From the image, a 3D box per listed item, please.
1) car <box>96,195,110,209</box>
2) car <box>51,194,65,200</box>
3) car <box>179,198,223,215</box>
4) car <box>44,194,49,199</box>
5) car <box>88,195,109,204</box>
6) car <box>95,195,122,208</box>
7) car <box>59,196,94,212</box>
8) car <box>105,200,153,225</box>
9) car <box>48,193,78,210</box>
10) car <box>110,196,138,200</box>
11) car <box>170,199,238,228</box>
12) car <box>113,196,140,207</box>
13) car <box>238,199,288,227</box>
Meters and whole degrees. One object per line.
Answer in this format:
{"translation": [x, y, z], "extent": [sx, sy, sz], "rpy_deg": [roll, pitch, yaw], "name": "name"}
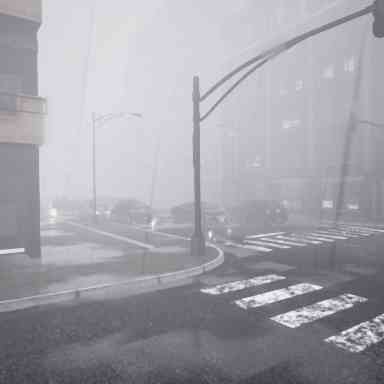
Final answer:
{"translation": [-11.488, 1.400, 39.210], "extent": [2.033, 1.411, 5.357], "rpy_deg": [-1, 1, -35], "name": "car"}
{"translation": [-31.652, 1.128, 78.523], "extent": [2.008, 1.369, 4.403], "rpy_deg": [-1, 1, -35], "name": "car"}
{"translation": [0.761, 1.363, 31.854], "extent": [1.887, 1.381, 4.507], "rpy_deg": [-1, 1, -35], "name": "car"}
{"translation": [-34.982, 1.079, 83.336], "extent": [1.752, 1.417, 4.829], "rpy_deg": [-1, 1, -35], "name": "car"}
{"translation": [-15.584, 1.221, 55.297], "extent": [1.752, 1.417, 4.829], "rpy_deg": [-1, 1, -35], "name": "car"}
{"translation": [-11.258, 1.262, 44.488], "extent": [1.882, 1.535, 5.008], "rpy_deg": [-1, 1, -35], "name": "car"}
{"translation": [-12.677, 1.450, 36.369], "extent": [2.008, 1.369, 4.403], "rpy_deg": [-1, 1, -35], "name": "car"}
{"translation": [-4.414, 1.511, 24.198], "extent": [1.887, 1.381, 4.507], "rpy_deg": [-1, 1, -35], "name": "car"}
{"translation": [-15.911, 1.315, 41.041], "extent": [1.967, 1.590, 4.097], "rpy_deg": [-1, 1, -35], "name": "car"}
{"translation": [-5.489, 1.376, 30.525], "extent": [1.882, 1.535, 5.008], "rpy_deg": [-1, 1, -35], "name": "car"}
{"translation": [0.394, 1.436, 22.018], "extent": [2.128, 1.511, 4.902], "rpy_deg": [-1, 1, -35], "name": "car"}
{"translation": [-9.118, 1.270, 45.951], "extent": [1.752, 1.417, 4.829], "rpy_deg": [-1, 1, -35], "name": "car"}
{"translation": [4.102, 1.254, 22.346], "extent": [2.097, 1.767, 4.553], "rpy_deg": [-1, 1, -36], "name": "car"}
